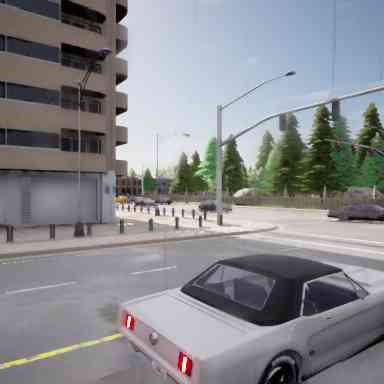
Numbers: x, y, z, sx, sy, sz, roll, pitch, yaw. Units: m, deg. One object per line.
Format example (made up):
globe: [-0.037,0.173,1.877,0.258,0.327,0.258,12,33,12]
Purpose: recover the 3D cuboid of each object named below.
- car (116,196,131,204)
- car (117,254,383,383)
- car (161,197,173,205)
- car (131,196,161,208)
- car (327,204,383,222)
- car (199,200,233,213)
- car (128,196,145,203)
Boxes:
car: [-14.254,1.543,67.146,1.882,1.535,5.008,0,0,-36]
car: [1.472,1.602,4.828,4.718,1.301,1.895,0,0,-35]
car: [-5.607,1.615,61.139,2.033,1.411,5.357,0,0,-36]
car: [-7.123,1.590,50.945,1.812,1.442,4.674,0,0,-36]
car: [12.956,1.589,24.764,5.357,1.411,2.033,0,0,39]
car: [2.567,1.590,37.450,1.812,1.442,4.674,0,0,-36]
car: [-11.638,1.592,69.495,1.812,1.442,4.674,0,0,-36]
